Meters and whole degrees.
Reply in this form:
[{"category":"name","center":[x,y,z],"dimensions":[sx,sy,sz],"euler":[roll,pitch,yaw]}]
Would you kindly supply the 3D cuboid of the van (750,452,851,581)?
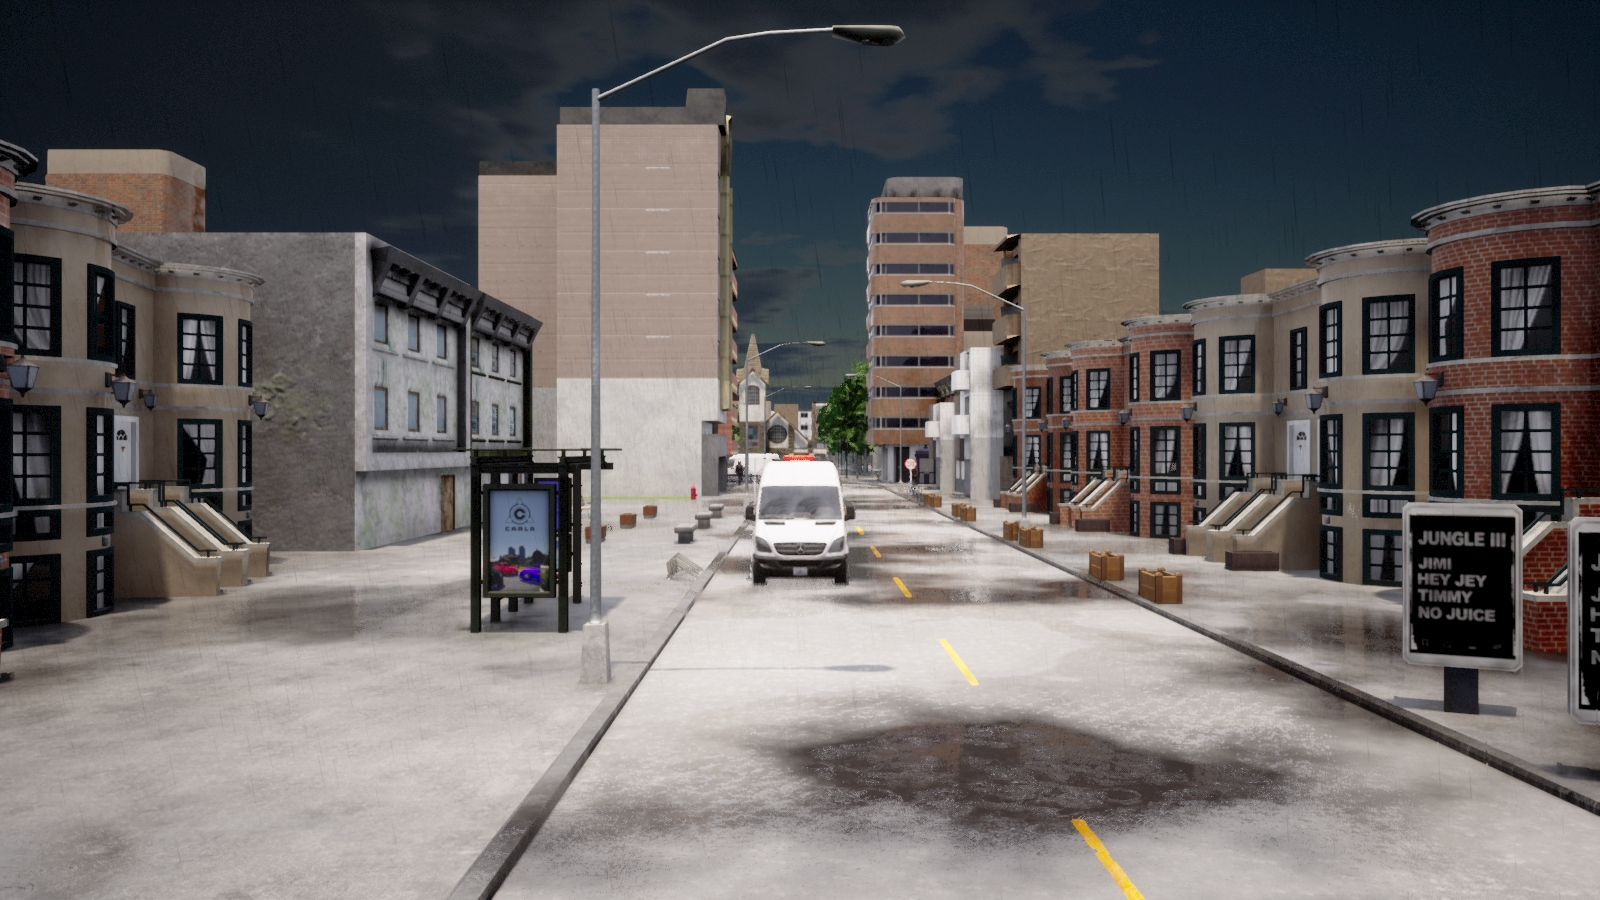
[{"category":"van","center":[0.008,1.325,25.614],"dimensions":[1.988,2.561,5.915],"euler":[0,0,0]}]
